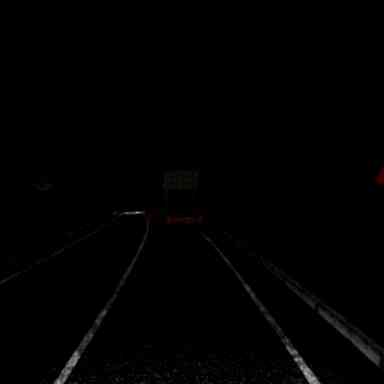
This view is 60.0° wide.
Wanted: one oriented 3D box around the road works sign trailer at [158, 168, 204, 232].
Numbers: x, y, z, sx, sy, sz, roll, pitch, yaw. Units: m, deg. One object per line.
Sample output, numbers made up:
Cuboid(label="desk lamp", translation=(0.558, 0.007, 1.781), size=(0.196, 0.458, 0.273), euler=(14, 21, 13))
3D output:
Cuboid(label="road works sign trailer", translation=(-0.759, 0.301, 20.541), size=(2.380, 3.560, 2.880), euler=(-2, 7, -19))

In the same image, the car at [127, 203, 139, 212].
Cuboid(label="car", translation=(-9.260, 2.421, 52.672), size=(2.033, 1.411, 5.357), euler=(0, -1, -9))
